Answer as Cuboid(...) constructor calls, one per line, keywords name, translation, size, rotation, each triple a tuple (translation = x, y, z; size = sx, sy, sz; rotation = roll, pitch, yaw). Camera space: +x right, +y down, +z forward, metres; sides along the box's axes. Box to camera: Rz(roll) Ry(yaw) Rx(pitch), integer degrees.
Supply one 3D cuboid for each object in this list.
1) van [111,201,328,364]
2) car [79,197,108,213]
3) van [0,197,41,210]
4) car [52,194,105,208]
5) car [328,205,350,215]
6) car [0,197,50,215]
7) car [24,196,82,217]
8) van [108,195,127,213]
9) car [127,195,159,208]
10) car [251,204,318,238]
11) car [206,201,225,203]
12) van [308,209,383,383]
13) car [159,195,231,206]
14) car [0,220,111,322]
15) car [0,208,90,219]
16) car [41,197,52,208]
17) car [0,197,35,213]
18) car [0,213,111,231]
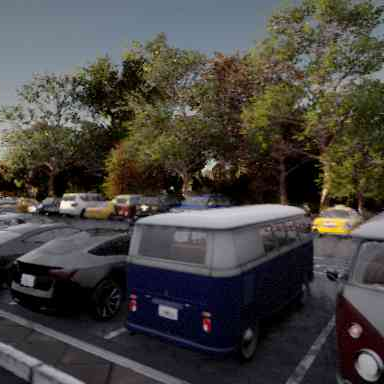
Cuboid(name="van", translation=(0.911, 1.270, 6.045), size=(1.878, 1.987, 4.442), rotation=(0, 0, 34))
Cuboid(name="car", translation=(-6.015, 1.420, 26.694), size=(1.946, 1.575, 5.366), rotation=(0, 0, 34))
Cuboid(name="van", translation=(-8.357, 1.265, 12.371), size=(1.878, 1.987, 4.442), rotation=(0, 0, 34))
Cuboid(name="car", translation=(-8.397, 1.161, 28.127), size=(2.435, 2.045, 5.566), rotation=(0, 0, 34))
Cuboid(name="car", translation=(7.742, 1.451, 17.301), size=(1.946, 1.575, 5.366), rotation=(0, 0, 34))
Cuboid(name="car", translation=(-17.688, 1.366, 34.211), size=(1.946, 1.575, 5.366), rotation=(0, 0, 34))
Cuboid(name="car", translation=(-12.982, 1.265, 31.260), size=(2.185, 1.767, 4.553), rotation=(0, 0, 34))
Cuboid(name="van", translation=(-3.763, 1.209, 25.071), size=(1.878, 1.987, 4.442), rotation=(0, 0, 34))
Cuboid(name="car", translation=(-1.519, 1.195, 23.433), size=(2.435, 2.045, 5.566), rotation=(0, 0, 34))
Cuboid(name="car", translation=(5.332, 1.490, 18.687), size=(2.163, 1.488, 4.792), rotation=(0, 0, 34))
Cuboid(name="car", translation=(3.066, 1.486, 20.304), size=(2.163, 1.488, 4.792), rotation=(0, 0, 34))
Cuboid(name="van", translation=(3.093, 1.265, 4.273), size=(1.878, 1.987, 4.442), rotation=(0, 0, 34))
Cuboid(name="car", translation=(0.742, 1.201, 21.821), size=(2.435, 2.045, 5.566), rotation=(0, 0, 34))
Cuboid(name="car", translation=(-1.453, 1.531, 7.553), size=(2.163, 1.488, 4.792), rotation=(0, 0, 34))
Cuboid(name="car", translation=(-6.100, 1.497, 10.698), size=(2.231, 1.521, 4.892), rotation=(0, 0, 34))
Cuboid(name="car", translation=(-10.722, 1.431, 29.646), size=(2.163, 1.488, 4.792), rotation=(0, 0, 34))
Cuboid(name="car", translation=(-19.874, 1.358, 35.934), size=(2.231, 1.521, 4.892), rotation=(0, 0, 34))
Cuboid(name="car", translation=(-3.790, 1.540, 9.110), size=(2.002, 1.452, 4.674), rotation=(0, 0, 34))
